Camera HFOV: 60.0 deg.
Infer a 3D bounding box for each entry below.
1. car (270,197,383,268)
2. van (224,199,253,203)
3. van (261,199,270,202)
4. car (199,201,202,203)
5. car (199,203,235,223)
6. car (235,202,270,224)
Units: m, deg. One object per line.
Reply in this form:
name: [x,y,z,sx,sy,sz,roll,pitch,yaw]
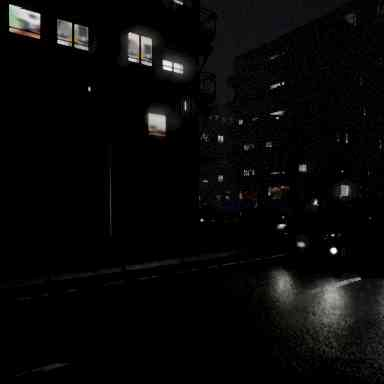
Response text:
car: [5.533,1.215,11.618,5.566,2.045,2.150,0,0,-35]
van: [5.228,1.677,38.080,1.690,1.788,3.998,-1,0,-36]
van: [8.541,1.603,33.562,1.690,1.788,3.998,-1,0,-36]
car: [0.352,1.714,34.961,2.097,1.767,4.553,0,-1,-36]
car: [1.798,1.875,28.649,1.802,1.307,4.206,-1,0,-36]
car: [5.907,1.802,27.399,1.994,1.385,4.181,0,-1,-36]
